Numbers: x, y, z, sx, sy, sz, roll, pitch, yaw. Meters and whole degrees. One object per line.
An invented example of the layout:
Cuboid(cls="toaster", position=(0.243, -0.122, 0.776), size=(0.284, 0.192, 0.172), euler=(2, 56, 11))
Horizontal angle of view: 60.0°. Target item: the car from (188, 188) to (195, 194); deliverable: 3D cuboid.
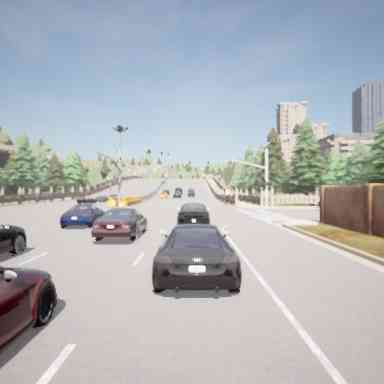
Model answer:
Cuboid(cls="car", position=(-0.195, -0.303, 95.378), size=(1.994, 1.385, 4.181), euler=(0, 7, 0))

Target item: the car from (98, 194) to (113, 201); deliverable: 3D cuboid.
Cuboid(cls="car", position=(-17.524, 1.320, 64.979), size=(2.033, 1.411, 5.357), euler=(0, 0, 0))

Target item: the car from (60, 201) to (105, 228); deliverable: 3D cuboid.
Cuboid(cls="car", position=(-6.906, 1.489, 21.524), size=(1.994, 1.385, 4.181), euler=(0, 0, 0))

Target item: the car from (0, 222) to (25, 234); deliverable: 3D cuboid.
Cuboid(cls="car", position=(-6.901, 1.456, 10.099), size=(2.128, 1.511, 4.902), euler=(0, 0, 0))

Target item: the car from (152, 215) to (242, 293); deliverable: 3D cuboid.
Cuboid(cls="car", position=(0.100, 1.533, 8.811), size=(1.994, 1.385, 4.181), euler=(0, 0, 0))

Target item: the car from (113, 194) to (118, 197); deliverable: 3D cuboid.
Cuboid(cls="car", position=(-17.578, 1.141, 74.925), size=(1.812, 1.442, 4.674), euler=(0, 1, 0))

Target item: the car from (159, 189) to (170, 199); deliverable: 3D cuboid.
Cuboid(cls="car", position=(-7.123, 0.735, 82.680), size=(1.882, 1.535, 5.008), euler=(0, 4, 0))

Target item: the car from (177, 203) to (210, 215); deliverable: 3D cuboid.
Cuboid(cls="car", position=(0.096, 1.404, 20.755), size=(1.882, 1.535, 5.008), euler=(0, 0, 0))

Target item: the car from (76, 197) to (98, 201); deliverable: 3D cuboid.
Cuboid(cls="car", position=(-17.581, 1.408, 55.105), size=(1.895, 1.301, 4.718), euler=(0, 0, 0))

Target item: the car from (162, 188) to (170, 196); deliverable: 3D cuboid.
Cuboid(cls="car", position=(-7.180, -0.090, 92.693), size=(1.882, 1.535, 5.008), euler=(0, 7, 0))

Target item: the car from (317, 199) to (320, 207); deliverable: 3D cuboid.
Cuboid(cls="car", position=(17.404, 1.087, 38.374), size=(5.566, 2.045, 2.150), euler=(0, 0, 0))

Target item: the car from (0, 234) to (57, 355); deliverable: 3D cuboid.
Cuboid(cls="car", position=(-3.400, 1.548, 4.286), size=(1.994, 1.385, 4.181), euler=(0, 0, 0))

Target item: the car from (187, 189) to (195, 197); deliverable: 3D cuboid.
Cuboid(cls="car", position=(-0.141, 0.539, 85.832), size=(1.837, 1.490, 4.892), euler=(0, 5, 0))

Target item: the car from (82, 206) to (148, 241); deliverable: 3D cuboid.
Cuboid(cls="car", position=(-3.402, 1.490, 16.383), size=(2.033, 1.411, 5.357), euler=(0, 0, 0))

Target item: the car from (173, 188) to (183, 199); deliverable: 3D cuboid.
Cuboid(cls="car", position=(-3.622, 0.614, 82.663), size=(2.097, 1.767, 4.553), euler=(0, 4, 0))
